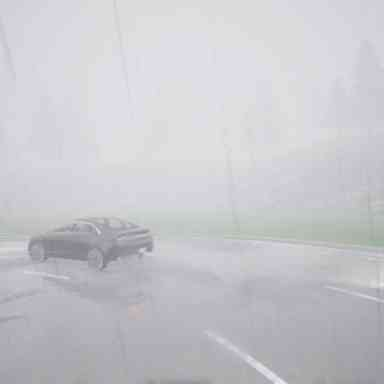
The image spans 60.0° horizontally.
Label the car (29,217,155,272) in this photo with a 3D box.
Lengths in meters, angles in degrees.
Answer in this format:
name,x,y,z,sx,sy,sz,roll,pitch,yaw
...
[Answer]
name,x,y,z,sx,sy,sz,roll,pitch,yaw
car,-3.520,1.607,11.224,4.902,1.511,2.128,-2,0,33
